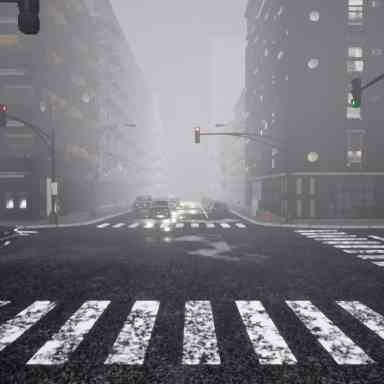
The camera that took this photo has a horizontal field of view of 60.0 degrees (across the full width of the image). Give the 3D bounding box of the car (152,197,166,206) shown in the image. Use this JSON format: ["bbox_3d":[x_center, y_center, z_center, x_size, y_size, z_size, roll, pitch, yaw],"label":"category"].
[{"bbox_3d":[-5.308,1.564,53.700,1.802,1.307,4.206,-1,0,0],"label":"car"}]

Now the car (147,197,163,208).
[{"bbox_3d":[-5.311,1.510,47.992,1.752,1.417,4.829,-1,0,0],"label":"car"}]

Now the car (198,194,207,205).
[{"bbox_3d":[2.573,1.524,59.183,1.887,1.381,4.507,-1,0,0],"label":"car"}]

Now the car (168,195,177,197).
[{"bbox_3d":[-2.758,1.531,50.971,2.033,1.411,5.357,0,0,1],"label":"car"}]

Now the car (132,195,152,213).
[{"bbox_3d":[-5.317,1.304,37.088,2.192,1.841,5.009,-1,0,0],"label":"car"}]

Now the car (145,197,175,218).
[{"bbox_3d":[-2.832,1.496,30.221,1.837,1.490,4.892,0,0,0],"label":"car"}]

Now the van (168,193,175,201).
[{"bbox_3d":[-5.300,1.304,86.923,1.690,1.788,3.998,-1,0,0],"label":"van"}]

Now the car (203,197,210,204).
[{"bbox_3d":[2.566,1.540,37.026,2.008,1.369,4.403,-1,0,0],"label":"car"}]

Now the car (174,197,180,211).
[{"bbox_3d":[-2.826,1.588,40.321,1.895,1.301,4.718,0,0,0],"label":"car"}]

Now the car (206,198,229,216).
[{"bbox_3d":[2.565,1.573,31.487,1.802,1.307,4.206,-1,0,0],"label":"car"}]

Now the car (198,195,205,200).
[{"bbox_3d":[2.585,1.541,92.418,1.802,1.307,4.206,-1,0,0],"label":"car"}]

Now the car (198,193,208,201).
[{"bbox_3d":[2.578,1.282,81.340,2.192,1.841,5.009,-1,0,0],"label":"car"}]

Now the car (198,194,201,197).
[{"bbox_3d":[2.579,1.553,75.800,1.802,1.307,4.206,-1,0,0],"label":"car"}]

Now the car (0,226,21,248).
[{"bbox_3d":[-9.089,1.608,12.427,4.718,1.301,1.895,0,1,-1],"label":"car"}]
